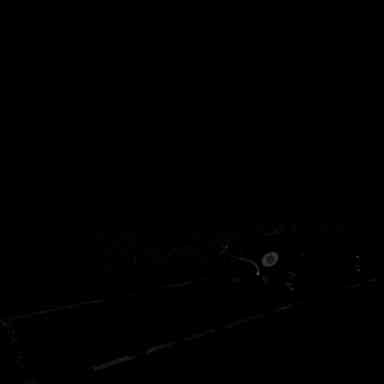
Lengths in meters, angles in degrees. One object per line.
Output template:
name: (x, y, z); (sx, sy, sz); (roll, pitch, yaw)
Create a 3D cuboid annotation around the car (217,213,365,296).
car: (2.571, 1.403, 8.489); (4.097, 1.590, 1.967); (0, 0, -36)
